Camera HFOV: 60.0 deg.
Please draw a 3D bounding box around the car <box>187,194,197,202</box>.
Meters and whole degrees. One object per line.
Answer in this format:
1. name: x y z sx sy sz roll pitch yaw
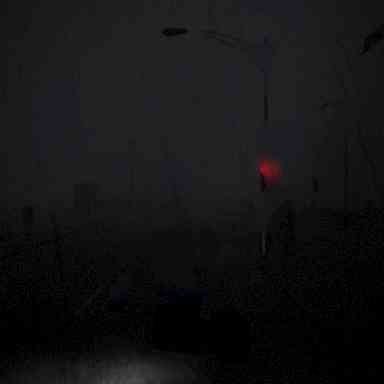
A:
1. car: -0.047 1.135 64.529 1.812 1.442 4.674 0 0 0
